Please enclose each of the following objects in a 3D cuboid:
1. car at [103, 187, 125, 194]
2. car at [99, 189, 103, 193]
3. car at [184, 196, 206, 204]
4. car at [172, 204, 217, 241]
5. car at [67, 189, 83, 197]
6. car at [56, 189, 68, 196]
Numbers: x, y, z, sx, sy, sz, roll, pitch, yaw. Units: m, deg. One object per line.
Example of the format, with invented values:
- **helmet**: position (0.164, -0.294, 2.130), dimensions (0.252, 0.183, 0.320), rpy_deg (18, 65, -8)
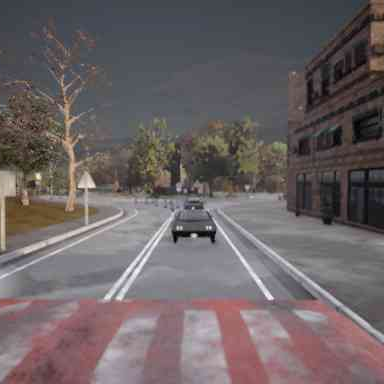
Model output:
- **car**: position (-19.005, -0.544, 82.802), dimensions (2.097, 1.767, 4.553), rpy_deg (1, 2, 39)
- **car**: position (-21.457, -0.466, 84.935), dimensions (2.128, 1.511, 4.902), rpy_deg (1, 2, 39)
- **car**: position (0.293, 1.183, 33.037), dimensions (1.837, 1.490, 4.892), rpy_deg (0, 1, 3)
- **car**: position (0.085, 1.480, 15.805), dimensions (1.895, 1.301, 4.718), rpy_deg (0, 0, 0)
- **car**: position (-23.306, 0.222, 67.146), dimensions (1.812, 1.442, 4.674), rpy_deg (0, 2, -12)
- **car**: position (-26.826, 0.122, 69.479), dimensions (1.837, 1.490, 4.892), rpy_deg (0, 2, -3)
